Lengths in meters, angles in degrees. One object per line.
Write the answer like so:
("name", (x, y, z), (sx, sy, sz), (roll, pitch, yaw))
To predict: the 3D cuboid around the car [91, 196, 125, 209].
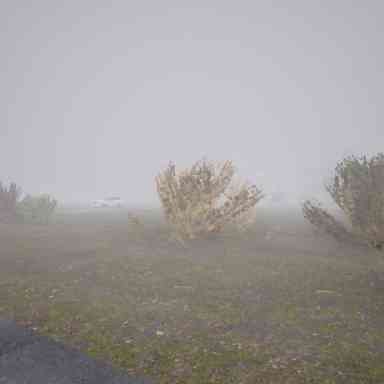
("car", (-13.325, 1.670, 53.125), (2.150, 2.045, 5.566), (-1, -1, 36))
